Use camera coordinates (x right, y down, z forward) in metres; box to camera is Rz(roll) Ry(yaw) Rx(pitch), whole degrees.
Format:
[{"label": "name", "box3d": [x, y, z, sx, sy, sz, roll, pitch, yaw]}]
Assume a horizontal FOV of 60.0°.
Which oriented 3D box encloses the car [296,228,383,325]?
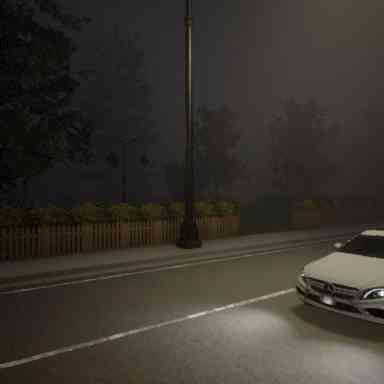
[{"label": "car", "box3d": [4.168, 1.526, 6.888, 4.674, 1.442, 1.812, 0, 0, -35]}]
